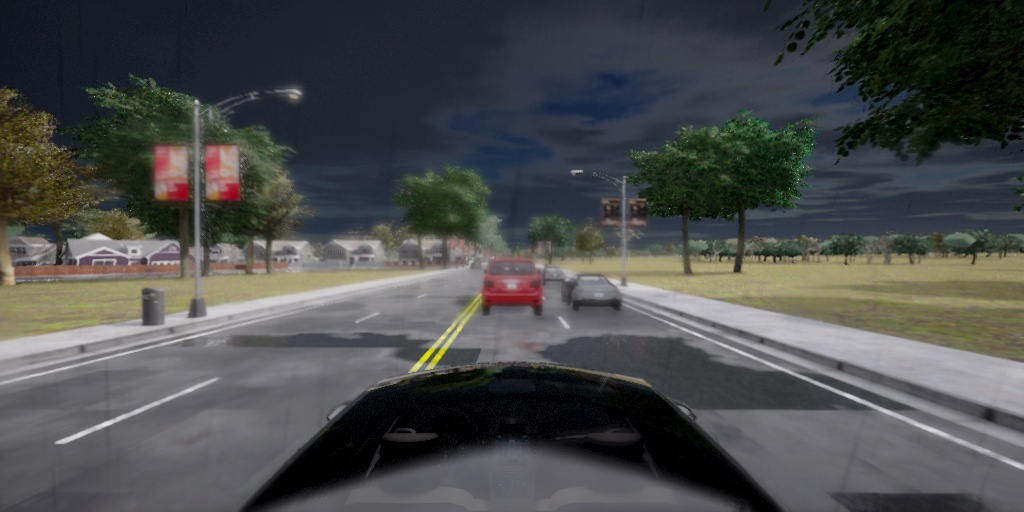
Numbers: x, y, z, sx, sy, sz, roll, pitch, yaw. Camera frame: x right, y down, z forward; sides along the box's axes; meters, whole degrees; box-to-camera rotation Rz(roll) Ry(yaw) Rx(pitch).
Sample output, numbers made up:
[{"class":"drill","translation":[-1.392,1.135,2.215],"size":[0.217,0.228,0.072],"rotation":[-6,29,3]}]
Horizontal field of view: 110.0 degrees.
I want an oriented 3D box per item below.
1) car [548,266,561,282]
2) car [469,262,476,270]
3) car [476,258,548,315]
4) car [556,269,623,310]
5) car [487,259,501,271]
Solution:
[{"class":"car","translation":[3.257,1.547,29.365],"size":[2.033,1.411,5.357],"rotation":[0,0,0]},{"class":"car","translation":[-6.537,1.810,65.156],"size":[1.837,1.490,4.892],"rotation":[0,0,1]},{"class":"car","translation":[0.009,1.091,14.411],"size":[2.150,2.045,5.566],"rotation":[0,0,0]},{"class":"car","translation":[3.269,1.439,15.379],"size":[1.994,1.385,4.181],"rotation":[0,0,1]},{"class":"car","translation":[-3.282,1.527,65.112],"size":[2.150,2.045,5.566],"rotation":[0,0,1]}]
